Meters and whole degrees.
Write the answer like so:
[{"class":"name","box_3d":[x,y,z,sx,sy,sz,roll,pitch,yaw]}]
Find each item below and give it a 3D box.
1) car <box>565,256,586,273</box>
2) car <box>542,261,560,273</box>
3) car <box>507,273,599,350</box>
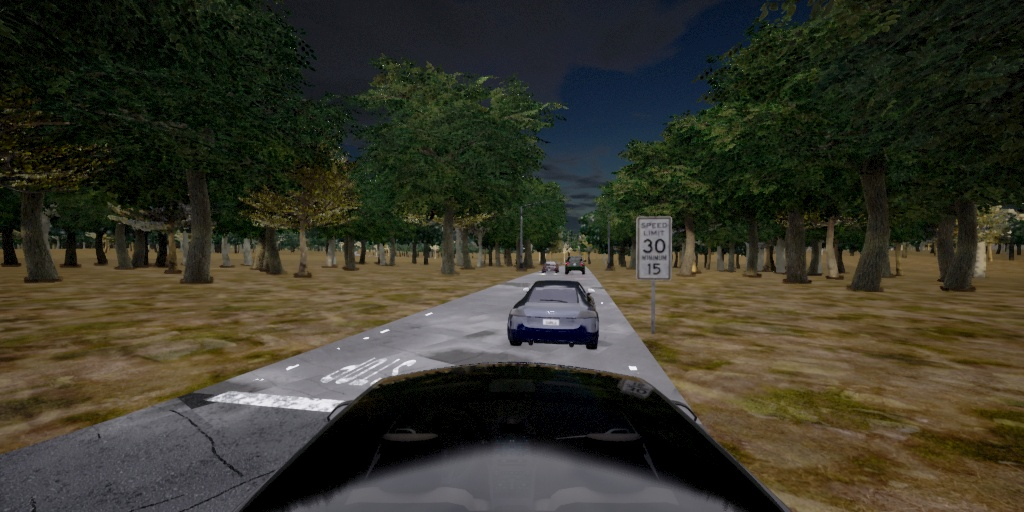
[{"class":"car","box_3d":[7.244,1.033,40.964,2.150,2.045,5.566,0,0,12]},{"class":"car","box_3d":[4.802,1.358,44.377,1.812,1.442,4.674,0,0,11]},{"class":"car","box_3d":[1.164,1.307,9.215,1.994,1.385,4.181,0,0,11]}]
